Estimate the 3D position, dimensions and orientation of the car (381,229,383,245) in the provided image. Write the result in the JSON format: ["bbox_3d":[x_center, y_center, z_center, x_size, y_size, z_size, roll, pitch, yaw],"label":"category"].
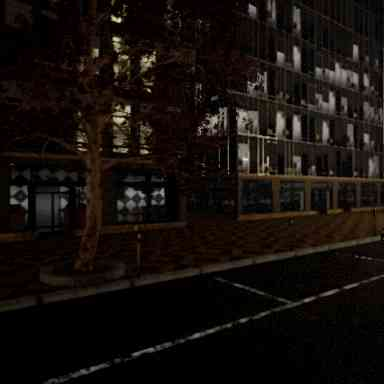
[{"bbox_3d":[9.085,1.434,13.035,4.403,1.369,2.008,-1,1,-35],"label":"car"}]
